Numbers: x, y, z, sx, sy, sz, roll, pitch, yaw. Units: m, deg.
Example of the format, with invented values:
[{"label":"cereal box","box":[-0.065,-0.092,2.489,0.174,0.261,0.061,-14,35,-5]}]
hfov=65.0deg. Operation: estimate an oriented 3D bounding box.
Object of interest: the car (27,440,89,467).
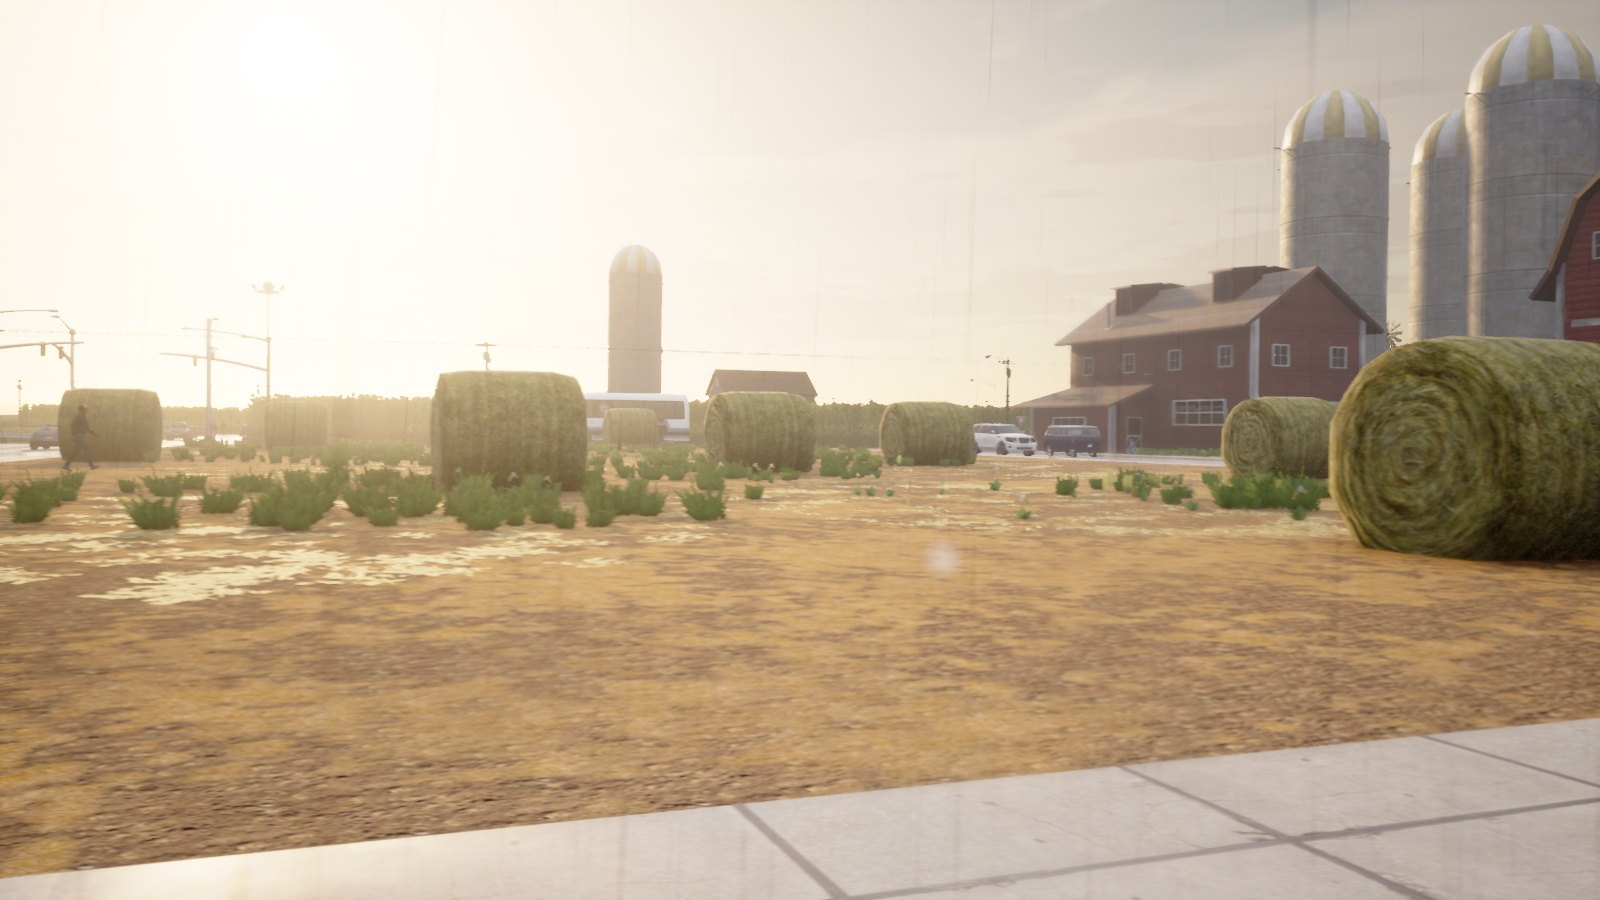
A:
[{"label":"car","box":[-39.638,0.159,67.180,1.994,1.385,4.181,-1,1,-18]}]

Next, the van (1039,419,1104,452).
[{"label":"van","box":[16.845,-0.916,78.101,1.775,1.987,4.442,-1,1,-22]}]

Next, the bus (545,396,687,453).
[{"label":"bus","box":[-14.349,-2.012,98.022,10.273,4.253,3.944,-1,1,-21]}]

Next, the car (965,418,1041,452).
[{"label":"car","box":[12.698,-0.921,79.040,2.150,2.045,5.566,-1,1,-22]}]

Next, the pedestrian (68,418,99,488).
[{"label":"pedestrian","box":[-19.219,0.073,33.683,0.614,1.847,0.353,-1,1,-8]}]
